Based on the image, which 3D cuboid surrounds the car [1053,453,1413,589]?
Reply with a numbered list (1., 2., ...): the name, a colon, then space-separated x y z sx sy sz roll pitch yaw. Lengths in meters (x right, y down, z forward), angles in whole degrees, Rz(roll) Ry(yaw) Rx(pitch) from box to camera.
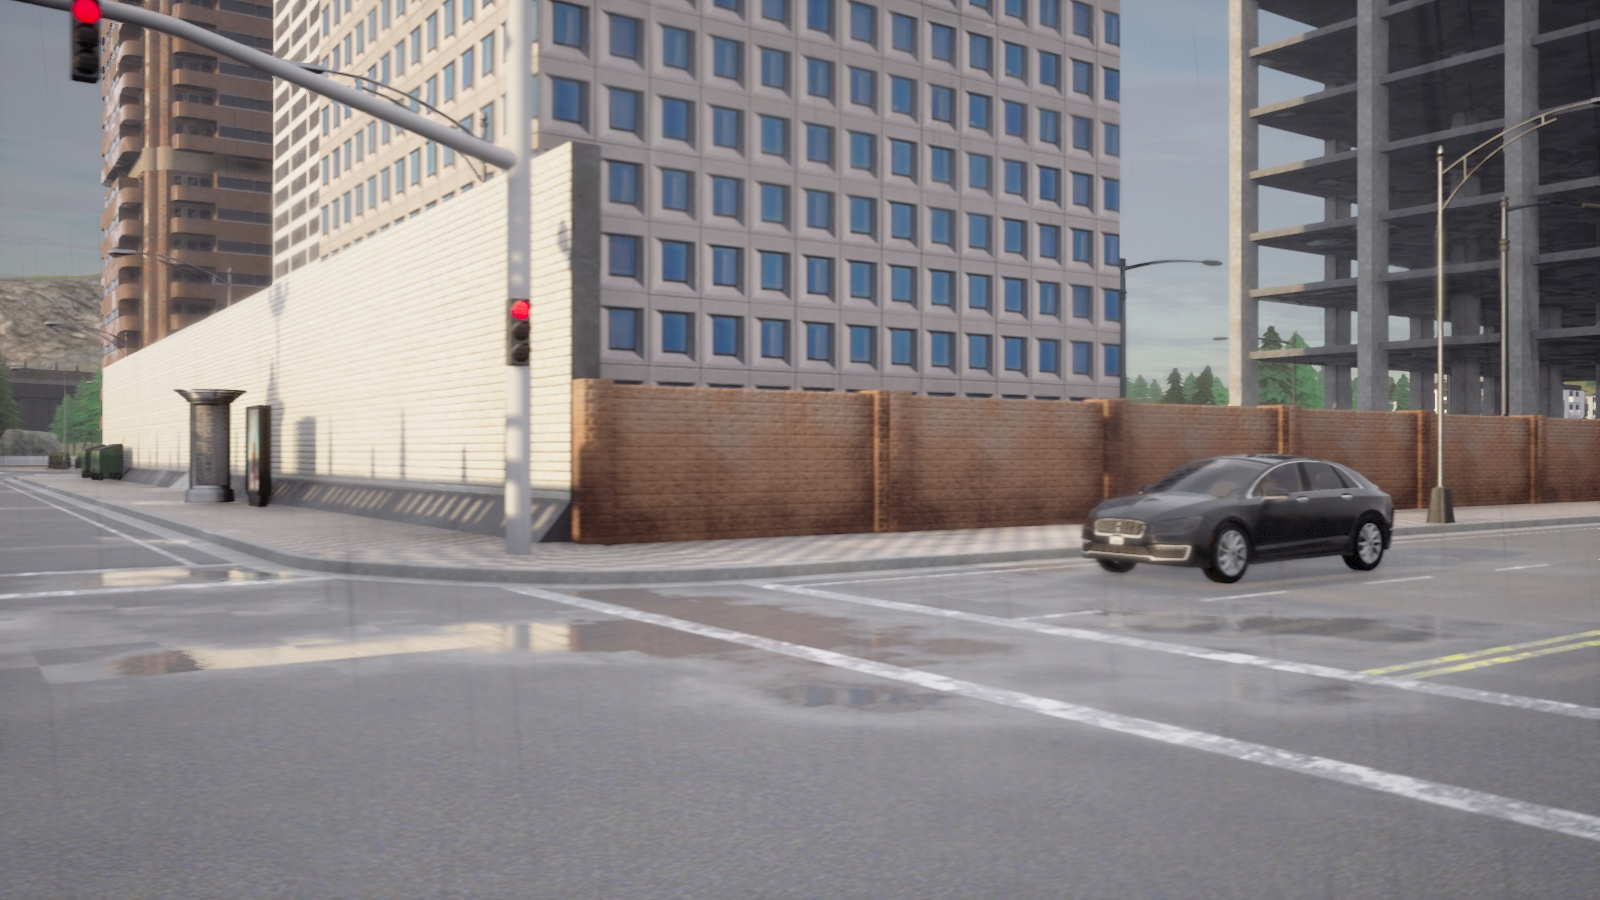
1. car: 5.651 0.798 16.121 4.892 1.490 1.837 0 0 -35
